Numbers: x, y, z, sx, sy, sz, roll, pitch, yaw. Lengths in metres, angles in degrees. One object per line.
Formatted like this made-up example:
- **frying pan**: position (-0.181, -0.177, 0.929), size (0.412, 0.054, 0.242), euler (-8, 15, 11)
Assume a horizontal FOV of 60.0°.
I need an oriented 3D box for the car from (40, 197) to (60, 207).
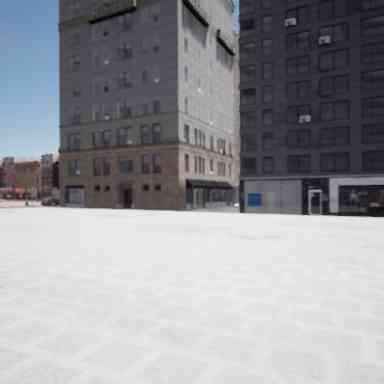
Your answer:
- **car**: position (-20.420, 1.482, 50.144), size (2.128, 1.511, 4.902), euler (0, 0, 26)
